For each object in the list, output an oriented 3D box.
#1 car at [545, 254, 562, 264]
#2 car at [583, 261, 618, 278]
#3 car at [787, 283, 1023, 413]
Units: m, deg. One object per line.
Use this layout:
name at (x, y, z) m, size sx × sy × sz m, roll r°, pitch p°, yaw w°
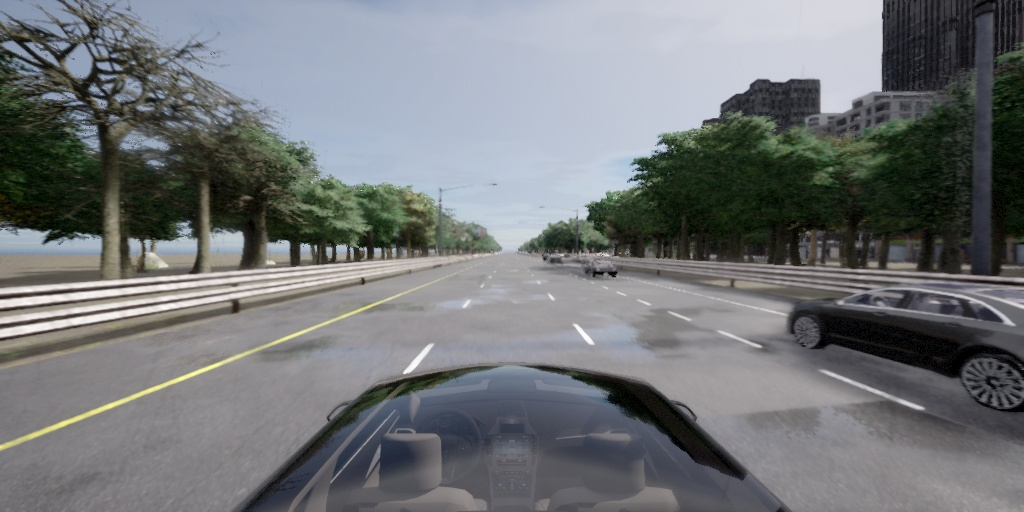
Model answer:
car at (7.017, 0.537, 58.898) m, size 1.882 × 1.535 × 5.008 m, roll 0°, pitch 1°, yaw 0°
car at (7.007, 1.023, 28.951) m, size 1.895 × 1.301 × 4.718 m, roll 0°, pitch 1°, yaw 0°
car at (7.001, 1.192, 5.940) m, size 2.128 × 1.511 × 4.902 m, roll 0°, pitch 1°, yaw 0°
